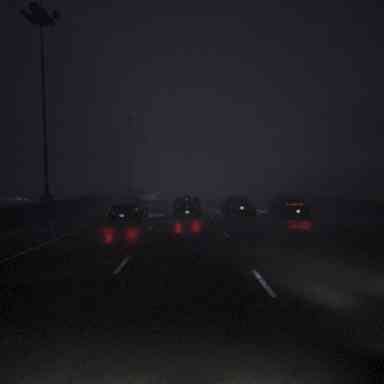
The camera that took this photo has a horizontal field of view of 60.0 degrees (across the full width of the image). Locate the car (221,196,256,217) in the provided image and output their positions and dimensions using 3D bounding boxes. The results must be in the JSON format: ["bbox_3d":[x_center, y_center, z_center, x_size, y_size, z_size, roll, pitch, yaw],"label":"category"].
[{"bbox_3d":[3.158,0.951,23.299,1.994,1.385,4.181,0,1,-1],"label":"car"}]

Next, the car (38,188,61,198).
[{"bbox_3d":[-22.001,0.168,52.547,1.837,1.490,4.892,0,1,-1],"label":"car"}]

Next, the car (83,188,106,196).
[{"bbox_3d":[-15.003,0.136,52.677,2.128,1.511,4.902,0,2,-1],"label":"car"}]

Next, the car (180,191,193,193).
[{"bbox_3d":[-0.660,0.548,39.999,1.895,1.301,4.718,0,1,-1],"label":"car"}]

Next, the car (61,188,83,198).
[{"bbox_3d":[-18.502,0.171,52.615,1.812,1.442,4.674,0,2,-1],"label":"car"}]

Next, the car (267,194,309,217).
[{"bbox_3d":[6.657,0.891,23.388,1.837,1.490,4.892,0,1,-1],"label":"car"}]

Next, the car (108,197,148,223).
[{"bbox_3d":[-3.780,0.996,20.003,1.812,1.442,4.674,0,1,-1],"label":"car"}]

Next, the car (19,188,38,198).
[{"bbox_3d":[-25.501,0.117,52.478,2.128,1.511,4.902,0,2,-1],"label":"car"}]

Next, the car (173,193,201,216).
[{"bbox_3d":[-0.358,0.965,24.110,1.895,1.301,4.718,0,1,-1],"label":"car"}]
